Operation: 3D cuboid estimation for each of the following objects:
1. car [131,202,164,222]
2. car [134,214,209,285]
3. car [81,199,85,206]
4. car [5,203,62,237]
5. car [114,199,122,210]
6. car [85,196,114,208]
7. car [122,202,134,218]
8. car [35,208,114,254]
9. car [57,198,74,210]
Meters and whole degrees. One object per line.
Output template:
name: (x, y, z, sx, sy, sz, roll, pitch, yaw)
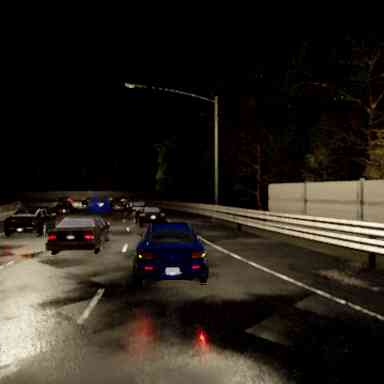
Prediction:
car: (-3.192, 1.727, 24.912, 1.994, 1.385, 4.181, 0, 0, -15)
car: (-0.637, 1.588, 9.609, 1.812, 1.442, 4.674, 0, 0, -5)
car: (-18.952, 1.902, 61.107, 2.128, 1.511, 4.902, 0, -1, -33)
car: (-9.056, 1.637, 19.009, 1.837, 1.490, 4.892, 0, 0, -11)
car: (-10.861, 1.817, 46.744, 1.837, 1.490, 4.892, 0, 0, -25)
car: (-10.009, 1.461, 35.765, 2.150, 2.045, 5.566, 0, 0, -19)
car: (-5.404, 1.708, 32.827, 2.128, 1.511, 4.902, 0, 0, -17)
car: (-4.591, 1.642, 14.026, 2.033, 1.411, 5.357, 0, 0, -8)
car: (-14.363, 1.759, 37.349, 1.837, 1.490, 4.892, 0, 0, -21)
